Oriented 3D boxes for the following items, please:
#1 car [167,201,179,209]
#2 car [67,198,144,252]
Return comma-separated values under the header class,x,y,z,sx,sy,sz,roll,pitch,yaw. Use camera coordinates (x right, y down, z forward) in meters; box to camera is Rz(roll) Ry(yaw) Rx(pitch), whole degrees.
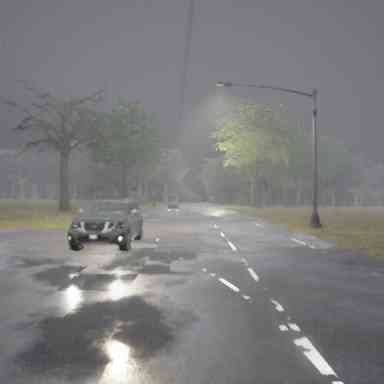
class,x,y,z,sx,sy,sz,roll,pitch,yaw
car,-3.495,2.466,62.502,1.837,1.490,4.892,0,-1,0
car,-3.470,1.287,14.477,2.150,2.045,5.566,1,-1,0
